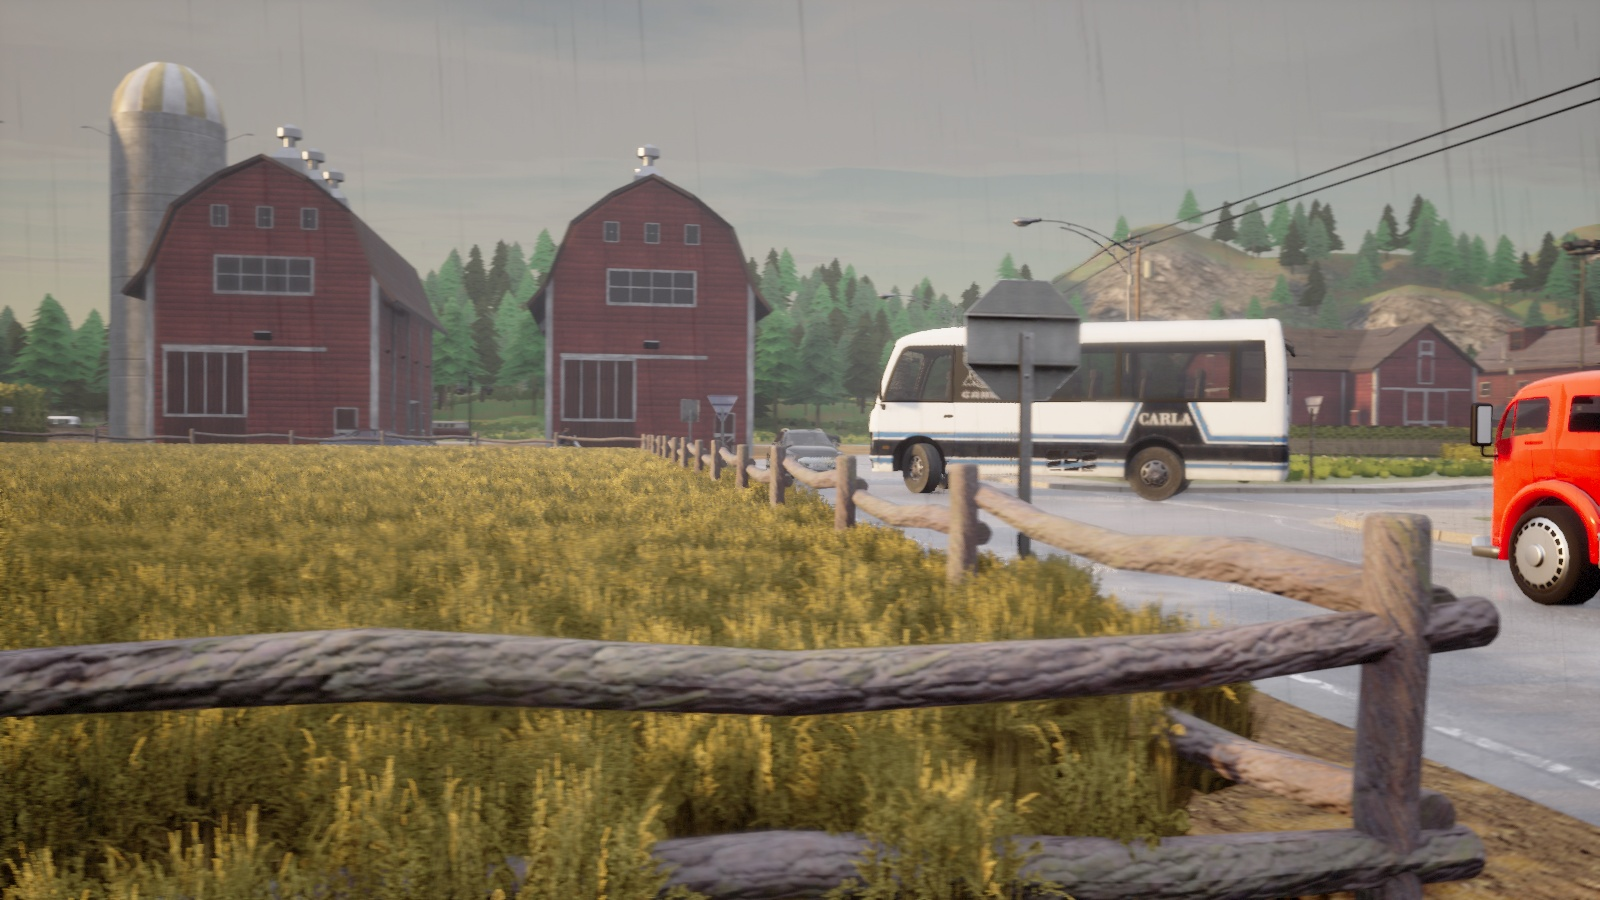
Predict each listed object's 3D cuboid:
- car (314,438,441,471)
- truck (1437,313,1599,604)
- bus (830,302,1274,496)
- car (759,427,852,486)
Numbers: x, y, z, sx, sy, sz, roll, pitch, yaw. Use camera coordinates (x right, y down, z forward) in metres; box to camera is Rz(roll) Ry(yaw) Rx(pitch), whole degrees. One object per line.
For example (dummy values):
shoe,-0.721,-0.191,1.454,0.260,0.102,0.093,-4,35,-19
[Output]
car,-19.546,0.173,58.322,5.357,1.411,2.033,-1,1,-12
truck,8.146,0.062,10.362,2.627,2.467,5.204,-1,1,-8
bus,6.284,-1.127,31.310,10.273,4.253,3.944,0,1,22
car,0.095,0.143,38.281,2.033,1.649,4.856,-1,1,-9
